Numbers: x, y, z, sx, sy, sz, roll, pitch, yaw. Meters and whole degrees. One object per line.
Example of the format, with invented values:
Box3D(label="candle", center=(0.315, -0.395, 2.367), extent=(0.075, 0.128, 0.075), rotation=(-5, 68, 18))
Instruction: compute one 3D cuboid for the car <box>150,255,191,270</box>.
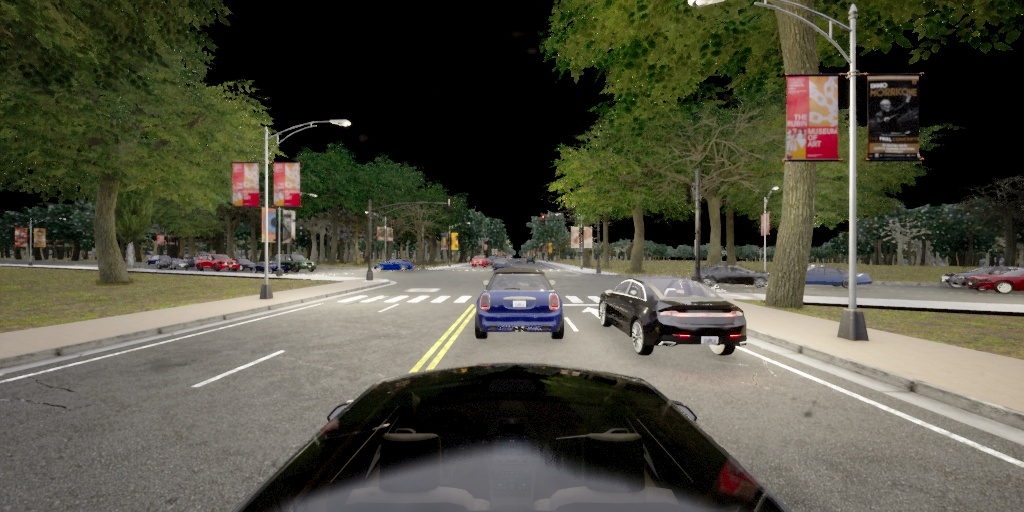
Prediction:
Box3D(label="car", center=(-44.255, 1.023, 46.734), extent=(4.902, 1.511, 2.128), rotation=(0, 0, 24))

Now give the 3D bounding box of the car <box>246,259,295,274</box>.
Box3D(label="car", center=(-26.001, 1.227, 38.545), extent=(4.718, 1.301, 1.895), rotation=(0, 0, 27))

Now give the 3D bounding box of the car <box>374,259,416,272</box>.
Box3D(label="car", center=(-14.527, 1.146, 44.547), extent=(5.008, 1.535, 1.882), rotation=(0, 2, 5))

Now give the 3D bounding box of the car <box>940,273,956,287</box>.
Box3D(label="car", center=(31.839, 1.432, 23.576), extent=(4.902, 1.511, 2.128), rotation=(0, 0, 24))

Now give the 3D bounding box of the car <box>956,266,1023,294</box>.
Box3D(label="car", center=(30.142, 1.416, 20.777), extent=(5.008, 1.535, 1.882), rotation=(0, 0, 24))

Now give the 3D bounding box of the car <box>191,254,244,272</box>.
Box3D(label="car", center=(-35.064, 0.799, 42.607), extent=(5.566, 2.045, 2.150), rotation=(0, 0, 24))

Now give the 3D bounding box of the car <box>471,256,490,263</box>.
Box3D(label="car", center=(-5.505, 0.981, 60.695), extent=(2.150, 2.045, 5.566), rotation=(0, 0, 2))

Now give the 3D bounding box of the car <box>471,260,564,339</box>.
Box3D(label="car", center=(0.200, 1.102, 10.220), extent=(2.097, 1.767, 4.553), rotation=(0, 0, 1))

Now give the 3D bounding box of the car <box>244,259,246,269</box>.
Box3D(label="car", center=(-34.664, 1.077, 45.998), extent=(4.892, 1.490, 1.837), rotation=(0, 0, 24))

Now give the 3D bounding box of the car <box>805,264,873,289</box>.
Box3D(label="car", center=(21.161, 1.430, 24.815), extent=(5.357, 1.411, 2.033), rotation=(0, 0, 21))

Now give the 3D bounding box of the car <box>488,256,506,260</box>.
Box3D(label="car", center=(-2.309, 1.264, 58.331), extent=(1.837, 1.490, 4.892), rotation=(0, 0, 1))

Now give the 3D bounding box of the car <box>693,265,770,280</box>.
Box3D(label="car", center=(14.770, 1.344, 24.011), extent=(4.902, 1.511, 2.128), rotation=(0, 0, 26))

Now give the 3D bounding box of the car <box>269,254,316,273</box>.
Box3D(label="car", center=(-25.505, 0.843, 41.901), extent=(5.566, 2.045, 2.150), rotation=(0, 0, 24))

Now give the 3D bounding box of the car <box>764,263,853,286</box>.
Box3D(label="car", center=(22.628, 1.375, 27.684), extent=(4.902, 1.511, 2.128), rotation=(0, 0, 26))

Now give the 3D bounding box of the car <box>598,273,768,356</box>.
Box3D(label="car", center=(3.435, 1.242, 8.630), extent=(2.128, 1.511, 4.902), rotation=(0, 0, 0))
